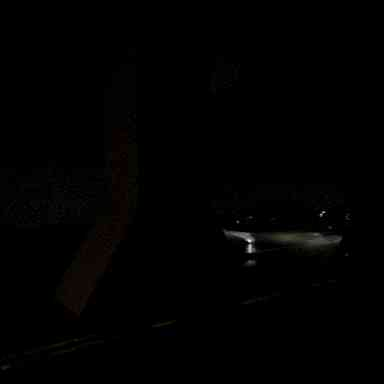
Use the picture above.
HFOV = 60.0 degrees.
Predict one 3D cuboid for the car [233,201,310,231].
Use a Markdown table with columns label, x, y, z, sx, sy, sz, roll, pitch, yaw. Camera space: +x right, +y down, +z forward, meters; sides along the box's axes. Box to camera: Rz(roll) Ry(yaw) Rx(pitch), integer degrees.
| label | x | y | z | sx | sy | sz | roll | pitch | yaw |
| --- | --- | --- | --- | --- | --- | --- | --- | --- | --- |
| car | 4.486 | 1.261 | 18.493 | 4.674 | 1.442 | 1.812 | -1 | 1 | -26 |

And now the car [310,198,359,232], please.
| label | x | y | z | sx | sy | sz | roll | pitch | yaw |
| --- | --- | --- | --- | --- | --- | --- | --- | --- | --- |
| car | 8.515 | 1.059 | 16.562 | 4.553 | 1.767 | 2.097 | -1 | 1 | -25 |
